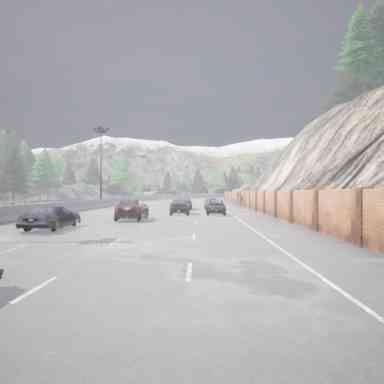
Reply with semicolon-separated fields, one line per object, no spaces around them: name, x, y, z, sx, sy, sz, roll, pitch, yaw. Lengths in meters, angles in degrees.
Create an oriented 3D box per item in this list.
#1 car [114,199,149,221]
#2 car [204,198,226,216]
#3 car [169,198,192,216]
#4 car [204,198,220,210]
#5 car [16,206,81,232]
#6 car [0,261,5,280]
car;-4.823;1.351;27.040;2.097;1.767;4.553;0;0;1
car;2.312;1.492;32.820;2.128;1.511;4.902;0;0;1
car;-1.184;1.505;33.046;1.837;1.490;4.892;0;0;1
car;2.550;1.526;43.266;1.812;1.442;4.674;0;0;1
car;-8.481;1.547;20.155;2.033;1.411;5.357;0;0;1
car;-5.330;1.547;5.233;2.033;1.411;5.357;0;0;2
